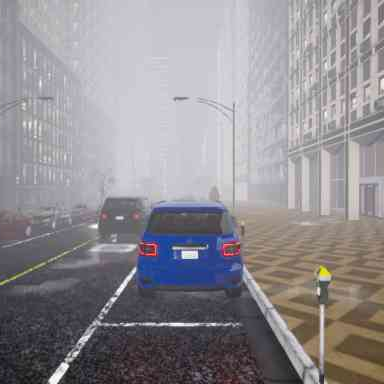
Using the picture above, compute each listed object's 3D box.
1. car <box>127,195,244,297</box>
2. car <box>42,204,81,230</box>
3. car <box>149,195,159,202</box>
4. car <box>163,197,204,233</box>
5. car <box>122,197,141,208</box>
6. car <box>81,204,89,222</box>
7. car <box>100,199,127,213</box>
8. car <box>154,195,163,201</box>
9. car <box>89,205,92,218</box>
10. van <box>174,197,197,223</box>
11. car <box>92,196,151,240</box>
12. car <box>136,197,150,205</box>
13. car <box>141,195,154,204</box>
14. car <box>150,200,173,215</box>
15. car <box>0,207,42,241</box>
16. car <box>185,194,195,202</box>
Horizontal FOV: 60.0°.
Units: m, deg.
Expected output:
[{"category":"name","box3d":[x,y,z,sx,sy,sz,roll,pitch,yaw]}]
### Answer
[{"category":"car","box3d":[-0.039,1.226,8.681,2.150,2.045,5.566,0,0,0]},{"category":"car","box3d":[-8.844,1.547,20.672,2.008,1.369,4.403,-1,0,0]},{"category":"car","box3d":[-8.844,1.509,77.339,1.752,1.417,4.829,-1,0,0]},{"category":"car","box3d":[-0.465,1.311,20.672,2.192,1.841,5.009,-1,0,0]},{"category":"car","box3d":[-8.843,1.541,49.090,2.008,1.369,4.403,-1,0,0]},{"category":"car","box3d":[-8.843,1.577,26.356,1.802,1.307,4.206,-1,0,0]},{"category":"car","box3d":[-8.844,1.544,37.723,2.008,1.369,4.403,-1,0,0]},{"category":"car","box3d":[-8.844,1.545,88.876,1.947,1.339,4.313,-1,0,0]},{"category":"car","box3d":[-6.245,1.521,26.005,1.812,1.442,4.674,0,0,0]},{"category":"van","box3d":[-0.465,1.336,26.356,1.690,1.788,3.998,-1,0,0]},{"category":"car","box3d":[-3.148,1.220,17.134,2.150,2.045,5.566,0,0,0]},{"category":"car","box3d":[-8.843,1.570,60.458,1.802,1.307,4.206,-1,0,0]},{"category":"car","box3d":[-8.845,1.427,66.141,1.967,1.590,4.097,-1,0,0]},{"category":"car","box3d":[-3.049,1.558,34.492,1.994,1.385,4.181,0,0,0]},{"category":"car","box3d":[-8.843,1.542,14.989,1.887,1.381,4.507,-1,0,0]},{"category":"car","box3d":[-0.465,1.298,77.509,2.192,1.841,5.009,-1,0,0]}]
